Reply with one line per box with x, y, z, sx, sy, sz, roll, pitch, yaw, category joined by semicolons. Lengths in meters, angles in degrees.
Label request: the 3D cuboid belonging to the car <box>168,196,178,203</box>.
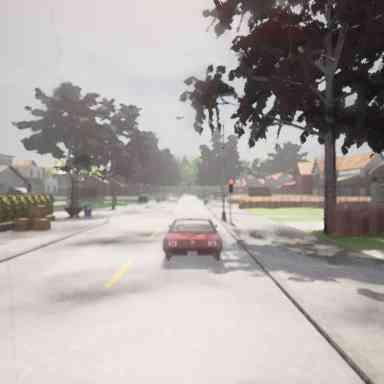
-4.033;1.473;69.546;1.812;1.442;4.674;0;0;0;car

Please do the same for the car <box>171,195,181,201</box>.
-4.040;1.447;85.202;2.128;1.511;4.902;0;0;0;car

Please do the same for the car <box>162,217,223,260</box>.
0.032;1.592;12.365;1.895;1.301;4.718;0;0;0;car
